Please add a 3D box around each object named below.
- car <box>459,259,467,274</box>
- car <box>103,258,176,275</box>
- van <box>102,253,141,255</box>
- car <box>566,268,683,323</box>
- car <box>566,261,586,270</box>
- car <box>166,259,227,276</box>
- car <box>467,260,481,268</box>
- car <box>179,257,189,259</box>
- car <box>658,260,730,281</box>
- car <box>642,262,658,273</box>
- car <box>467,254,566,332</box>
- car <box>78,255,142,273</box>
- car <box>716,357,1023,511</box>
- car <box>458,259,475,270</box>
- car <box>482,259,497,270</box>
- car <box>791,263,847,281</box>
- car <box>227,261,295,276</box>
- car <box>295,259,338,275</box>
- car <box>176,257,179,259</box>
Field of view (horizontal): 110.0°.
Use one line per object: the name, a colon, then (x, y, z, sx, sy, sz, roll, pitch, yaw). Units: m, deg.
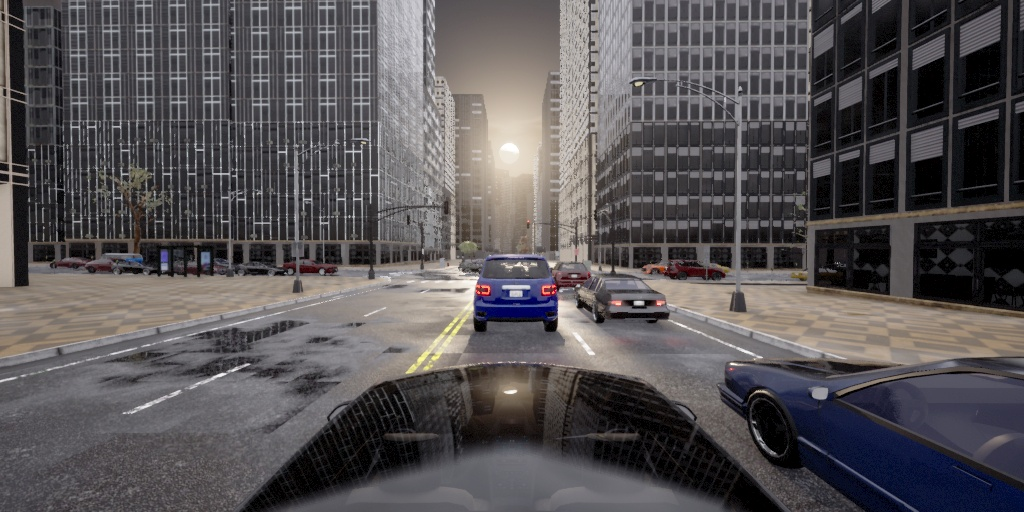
car: (-3.065, 1.290, 38.124, 4.718, 1.301, 1.895, 1, 1, 1)
car: (-34.097, 1.069, 32.887, 4.313, 1.339, 1.948, 0, 0, 1)
van: (-45.287, 0.604, 41.548, 3.998, 1.789, 1.690, 0, 0, 1)
car: (3.350, 1.293, 11.993, 2.033, 1.411, 5.357, 0, 0, 0)
car: (3.349, 1.092, 21.400, 2.097, 1.767, 4.553, 0, 0, 0)
car: (-28.416, 1.137, 32.714, 4.207, 1.307, 1.802, 0, 0, 1)
car: (-6.570, 1.304, 62.760, 1.895, 1.301, 4.718, 0, 0, 0)
car: (-29.268, 0.995, 35.422, 4.902, 1.511, 2.128, 1, 1, 1)
car: (16.193, 1.268, 32.051, 5.009, 1.841, 2.192, 0, 0, 1)
car: (16.104, 1.212, 37.838, 4.553, 1.767, 2.097, 1, 1, 0)
car: (0.097, 0.967, 10.990, 2.150, 2.045, 5.566, 0, 0, 0)
car: (-39.540, 0.936, 35.636, 4.674, 1.442, 1.812, 1, 1, 1)
car: (3.350, 1.297, 1.813, 2.033, 1.411, 5.357, 0, 0, 1)
car: (-6.601, 1.220, 52.457, 1.837, 1.490, 4.892, 0, 0, -1)
car: (-3.336, 1.191, 53.348, 1.882, 1.535, 5.008, 0, 0, 0)
car: (27.641, 1.578, 31.854, 4.829, 1.417, 1.751, 0, 0, 1)
car: (-22.732, 1.173, 32.580, 4.313, 1.339, 1.948, 0, 0, 1)
car: (-19.766, 1.068, 35.228, 5.008, 1.535, 1.882, 1, 1, 0)
car: (-36.697, 0.889, 38.770, 4.892, 1.490, 1.837, 1, 1, 1)
